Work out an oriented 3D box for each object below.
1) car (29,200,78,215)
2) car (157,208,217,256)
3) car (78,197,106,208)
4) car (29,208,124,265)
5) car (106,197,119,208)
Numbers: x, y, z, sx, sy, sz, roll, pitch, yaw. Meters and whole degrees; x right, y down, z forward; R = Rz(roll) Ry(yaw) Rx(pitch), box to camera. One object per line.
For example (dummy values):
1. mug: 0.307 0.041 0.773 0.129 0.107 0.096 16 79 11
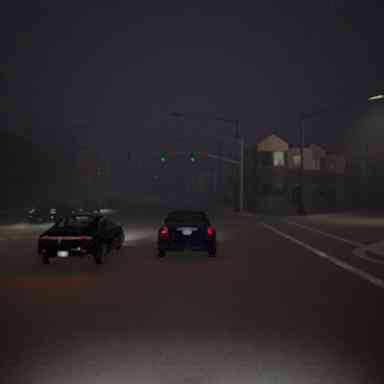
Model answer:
1. car: -11.165 1.432 26.634 2.097 1.767 4.553 0 0 -1
2. car: -0.208 1.431 13.574 2.097 1.767 4.553 0 0 -1
3. car: -11.352 1.572 36.412 2.128 1.511 4.902 0 1 -1
4. car: -3.673 1.540 11.770 2.128 1.511 4.902 0 0 -1
5. car: -11.510 1.446 46.817 2.128 1.511 4.902 0 1 -1
